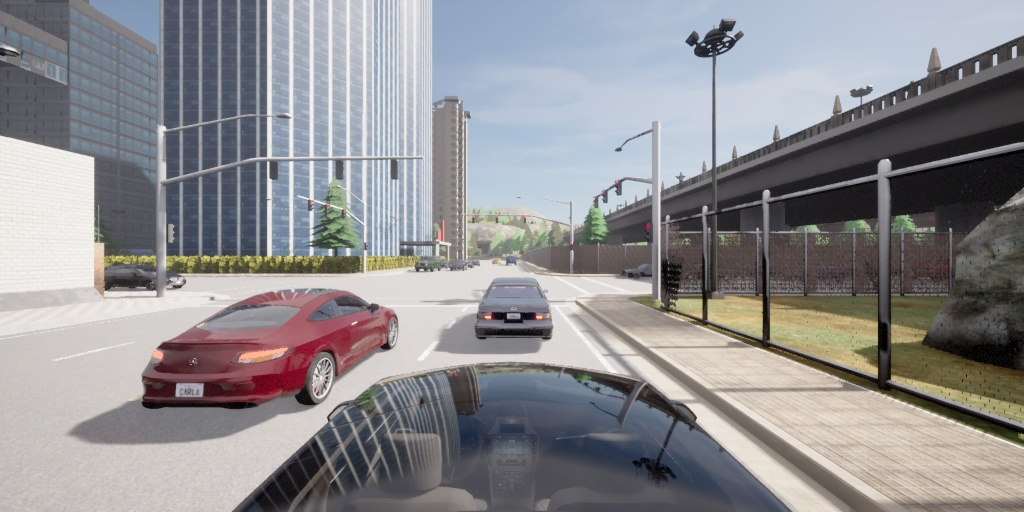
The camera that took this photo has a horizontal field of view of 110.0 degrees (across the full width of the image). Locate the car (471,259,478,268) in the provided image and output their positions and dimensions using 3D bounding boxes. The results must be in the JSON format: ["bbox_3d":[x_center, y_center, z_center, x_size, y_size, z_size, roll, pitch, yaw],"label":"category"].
[{"bbox_3d":[-7.216,1.241,58.201,2.128,1.511,4.902,0,0,0],"label":"car"}]

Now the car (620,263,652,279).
[{"bbox_3d":[12.710,1.353,32.616,5.357,1.411,2.033,0,0,0],"label":"car"}]

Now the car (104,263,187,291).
[{"bbox_3d":[-22.591,1.331,21.776,4.674,1.442,1.812,0,0,0],"label":"car"}]

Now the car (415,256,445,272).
[{"bbox_3d":[-10.660,0.971,46.097,2.150,2.045,5.566,0,0,4],"label":"car"}]

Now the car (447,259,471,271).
[{"bbox_3d":[-7.209,1.255,48.989,1.837,1.490,4.892,0,0,0],"label":"car"}]

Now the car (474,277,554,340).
[{"bbox_3d":[0.076,1.297,9.975,2.033,1.411,5.357,0,0,1],"label":"car"}]

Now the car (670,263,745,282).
[{"bbox_3d":[15.654,1.297,29.129,4.902,1.511,2.128,0,0,0],"label":"car"}]

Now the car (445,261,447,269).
[{"bbox_3d":[-10.718,1.297,56.283,2.033,1.411,5.357,0,0,0],"label":"car"}]

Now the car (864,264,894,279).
[{"bbox_3d":[32.226,1.406,32.695,4.718,1.301,1.895,0,0,0],"label":"car"}]

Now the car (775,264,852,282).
[{"bbox_3d":[24.610,1.331,29.159,4.674,1.442,1.812,0,0,0],"label":"car"}]

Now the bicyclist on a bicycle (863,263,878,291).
[{"bbox_3d":[18.260,1.106,18.157,0.582,1.620,1.656,0,0,0],"label":"bicyclist on a bicycle"}]

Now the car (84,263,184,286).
[{"bbox_3d":[-26.469,1.283,25.241,5.008,1.535,1.882,0,0,0],"label":"car"}]

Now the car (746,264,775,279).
[{"bbox_3d":[22.300,1.406,32.659,4.718,1.301,1.895,0,0,0],"label":"car"}]

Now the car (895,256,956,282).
[{"bbox_3d":[35.224,1.027,29.207,5.566,2.045,2.150,0,0,-1],"label":"car"}]

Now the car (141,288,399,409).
[{"bbox_3d":[-3.451,1.276,6.154,1.812,1.442,4.674,0,0,0],"label":"car"}]
